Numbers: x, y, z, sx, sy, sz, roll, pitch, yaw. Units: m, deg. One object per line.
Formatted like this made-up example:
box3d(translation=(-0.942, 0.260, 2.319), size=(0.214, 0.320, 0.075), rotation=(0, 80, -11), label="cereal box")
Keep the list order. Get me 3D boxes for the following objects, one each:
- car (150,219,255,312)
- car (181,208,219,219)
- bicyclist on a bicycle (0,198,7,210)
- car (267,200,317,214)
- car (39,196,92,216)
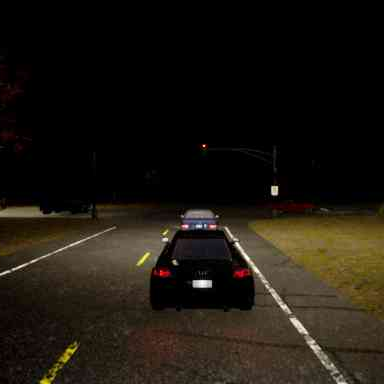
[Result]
box3d(translation=(0.198, 1.563, 7.782), size=(1.994, 1.385, 4.181), rotation=(0, 0, 1), label="car")
box3d(translation=(0.387, 1.541, 17.010), size=(2.033, 1.411, 5.357), rotation=(0, 0, 2), label="car")
box3d(translation=(-25.532, 1.606, 45.038), size=(0.582, 1.620, 1.656), rotation=(-1, 0, 5), label="bicyclist on a bicycle")
box3d(translation=(10.297, 1.502, 34.388), size=(4.718, 1.301, 1.895), rotation=(-1, 1, 5), label="car")
box3d(translation=(-13.665, 1.414, 35.931), size=(5.566, 2.045, 2.150), rotation=(-1, 1, 13), label="car")
